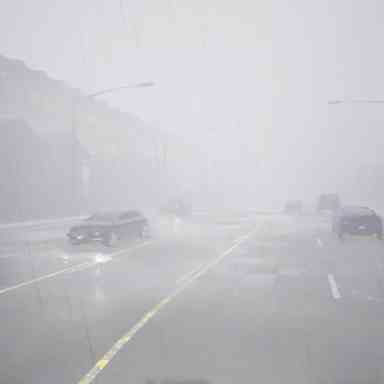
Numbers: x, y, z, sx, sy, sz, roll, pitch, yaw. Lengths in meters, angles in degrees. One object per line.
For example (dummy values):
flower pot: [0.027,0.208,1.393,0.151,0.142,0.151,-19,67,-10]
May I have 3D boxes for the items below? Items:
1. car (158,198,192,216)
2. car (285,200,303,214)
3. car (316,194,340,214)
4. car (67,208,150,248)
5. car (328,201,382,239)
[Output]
car: [-1.551,1.351,32.115,2.097,1.767,4.553,0,0,19]
car: [11.114,1.547,36.290,2.033,1.411,5.357,0,0,18]
car: [14.512,1.221,35.407,2.150,2.045,5.566,0,0,18]
car: [-3.568,1.504,15.055,1.837,1.490,4.892,0,0,18]
car: [8.532,1.477,17.496,1.882,1.535,5.008,0,0,18]
